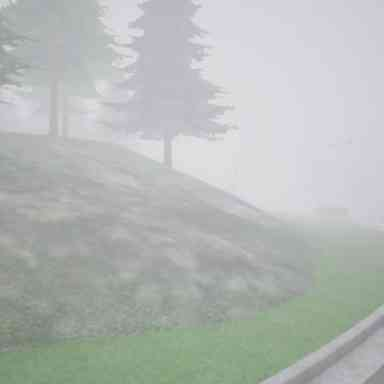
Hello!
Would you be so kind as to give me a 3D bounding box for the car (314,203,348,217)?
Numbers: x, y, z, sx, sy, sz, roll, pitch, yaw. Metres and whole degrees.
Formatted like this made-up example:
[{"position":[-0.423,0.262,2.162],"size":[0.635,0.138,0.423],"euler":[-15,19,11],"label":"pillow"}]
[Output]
[{"position":[15.890,2.038,38.234],"size":[1.882,1.535,5.008],"euler":[1,-1,-6],"label":"car"}]
